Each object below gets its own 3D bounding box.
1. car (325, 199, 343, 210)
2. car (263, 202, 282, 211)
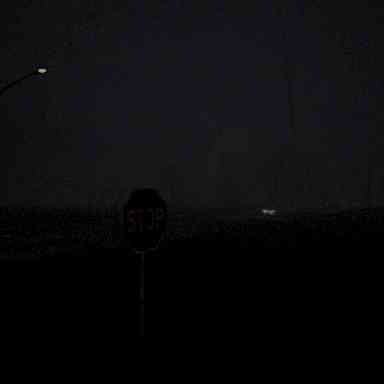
[{"bbox_3d":[26.570,2.542,62.881,1.837,1.490,4.892,0,-1,36],"label":"car"},{"bbox_3d":[13.899,2.482,57.297,1.994,1.385,4.181,0,0,36],"label":"car"}]
